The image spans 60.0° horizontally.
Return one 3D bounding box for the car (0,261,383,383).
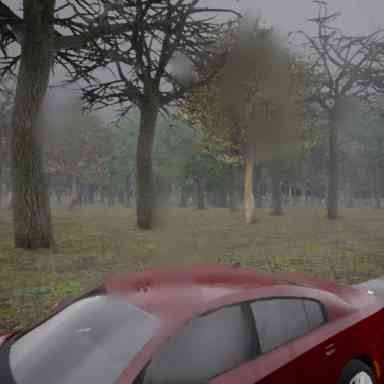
[{"bbox_3d":[-0.223,1.478,2.908,5.008,1.535,1.882,0,0,-35],"label":"car"}]
